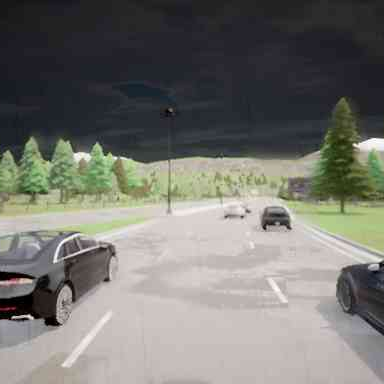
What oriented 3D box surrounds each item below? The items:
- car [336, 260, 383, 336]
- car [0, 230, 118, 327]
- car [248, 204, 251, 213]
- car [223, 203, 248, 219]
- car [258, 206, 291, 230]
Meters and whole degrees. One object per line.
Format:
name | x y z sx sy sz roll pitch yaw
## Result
car | 3.841 1.629 5.071 1.994 1.385 4.181 0 -1 3
car | -3.032 1.569 7.200 2.128 1.511 4.902 0 -1 3
car | 6.810 2.110 44.050 1.895 1.301 4.718 0 -1 14
car | 4.392 1.916 33.882 1.812 1.442 4.674 0 -1 13
car | 5.838 1.782 23.601 1.837 1.490 4.892 0 -1 9
